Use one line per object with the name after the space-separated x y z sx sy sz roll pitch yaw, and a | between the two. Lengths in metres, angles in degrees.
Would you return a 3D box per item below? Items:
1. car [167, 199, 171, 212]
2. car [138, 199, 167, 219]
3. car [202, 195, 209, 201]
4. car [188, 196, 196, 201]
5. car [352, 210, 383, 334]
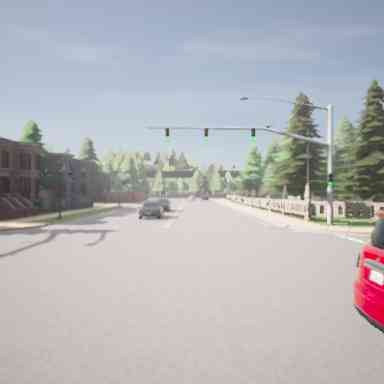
-3.566 1.599 40.285 1.837 1.490 4.892 0 0 0 | car
-3.595 1.575 29.916 1.837 1.490 4.892 0 0 0 | car
3.502 1.626 87.752 1.837 1.490 4.892 0 0 0 | car
0.002 1.650 87.752 1.812 1.442 4.674 0 0 0 | car
5.147 1.239 4.405 5.566 2.045 2.150 0 0 1 | car
